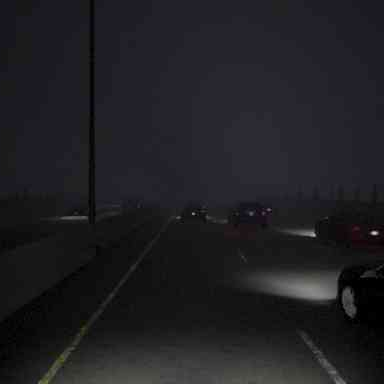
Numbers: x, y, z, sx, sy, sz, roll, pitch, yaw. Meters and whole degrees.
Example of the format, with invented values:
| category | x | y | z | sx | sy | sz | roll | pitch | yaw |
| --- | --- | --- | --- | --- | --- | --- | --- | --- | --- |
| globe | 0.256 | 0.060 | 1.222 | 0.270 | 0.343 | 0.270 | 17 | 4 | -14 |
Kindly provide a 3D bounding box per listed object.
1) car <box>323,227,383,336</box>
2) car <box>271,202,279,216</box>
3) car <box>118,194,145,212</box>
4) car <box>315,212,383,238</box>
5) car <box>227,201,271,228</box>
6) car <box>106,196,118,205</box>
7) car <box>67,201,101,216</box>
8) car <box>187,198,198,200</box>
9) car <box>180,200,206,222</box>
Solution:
| category | x | y | z | sx | sy | sz | roll | pitch | yaw |
| --- | --- | --- | --- | --- | --- | --- | --- | --- | --- |
| car | 3.600 | 1.506 | 4.230 | 1.837 | 1.490 | 4.892 | 0 | 0 | 0 |
| car | 7.105 | 1.597 | 32.670 | 1.994 | 1.385 | 4.181 | 0 | 0 | 0 |
| car | -7.082 | 1.268 | 40.807 | 2.150 | 2.045 | 5.566 | 0 | 0 | 0 |
| car | 7.103 | 1.571 | 14.954 | 1.994 | 1.385 | 4.181 | 0 | 0 | 0 |
| car | 3.604 | 1.368 | 22.375 | 2.097 | 1.767 | 4.553 | 0 | 0 | 0 |
| car | -14.023 | 1.588 | 59.652 | 1.837 | 1.490 | 4.892 | 0 | 0 | 1 |
| car | -10.591 | 1.581 | 33.054 | 2.033 | 1.411 | 5.357 | 0 | 0 | 0 |
| car | 0.107 | 1.554 | 43.069 | 2.163 | 1.488 | 4.792 | 0 | 0 | 0 |
| car | 0.105 | 1.587 | 26.511 | 1.994 | 1.385 | 4.181 | 0 | 0 | 0 |
